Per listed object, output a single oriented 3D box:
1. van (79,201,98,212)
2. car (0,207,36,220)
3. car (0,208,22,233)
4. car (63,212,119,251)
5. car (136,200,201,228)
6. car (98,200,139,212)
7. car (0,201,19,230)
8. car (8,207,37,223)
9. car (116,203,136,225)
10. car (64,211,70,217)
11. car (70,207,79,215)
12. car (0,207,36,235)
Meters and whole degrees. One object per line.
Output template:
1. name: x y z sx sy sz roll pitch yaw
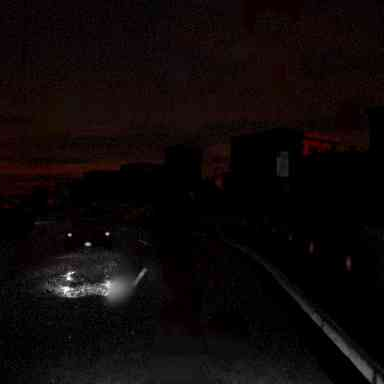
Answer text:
1. van: -9.078 1.976 35.113 4.442 1.987 1.878 0 -2 -38
2. car: -22.180 2.700 41.832 5.008 1.535 1.882 -3 -3 26
3. car: -14.125 1.912 21.847 4.892 1.521 2.231 0 -2 -38
4. car: -4.513 1.794 15.265 1.895 1.301 4.718 0 -1 -12
5. car: -1.522 1.727 25.606 4.553 1.767 2.185 0 -2 -38
6. car: -5.200 1.755 30.289 5.566 2.045 2.435 0 -2 -38
7. car: -15.837 1.736 24.061 5.566 2.045 2.435 0 -2 -38
8. car: -17.790 2.378 34.795 1.837 1.490 4.892 0 -3 -38
9. car: -3.376 1.931 28.005 5.008 1.535 2.097 0 -2 -38
10. car: -12.494 2.418 39.985 5.366 1.575 1.946 0 -2 -38
11. car: -10.875 2.181 37.557 4.553 1.767 2.185 0 -2 -38
12. car: -12.461 1.590 19.769 5.566 2.045 2.435 0 -2 -38
